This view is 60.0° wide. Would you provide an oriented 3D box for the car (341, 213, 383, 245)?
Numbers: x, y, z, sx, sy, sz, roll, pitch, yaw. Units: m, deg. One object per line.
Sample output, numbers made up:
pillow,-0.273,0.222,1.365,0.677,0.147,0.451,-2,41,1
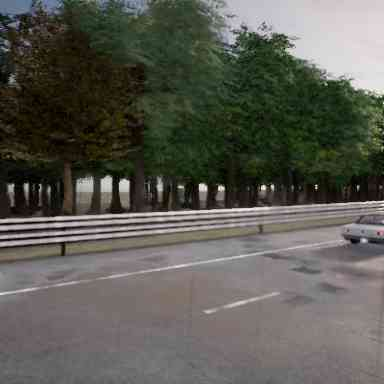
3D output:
car,8.408,1.548,14.044,4.718,1.301,1.895,-1,0,-36
